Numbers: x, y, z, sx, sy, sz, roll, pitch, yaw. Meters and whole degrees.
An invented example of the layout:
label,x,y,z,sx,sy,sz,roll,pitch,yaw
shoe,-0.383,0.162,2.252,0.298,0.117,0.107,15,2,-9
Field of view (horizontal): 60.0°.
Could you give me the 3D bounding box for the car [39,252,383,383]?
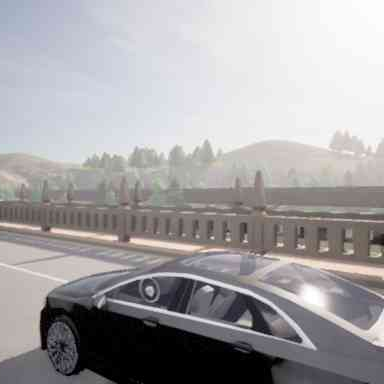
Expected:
label,x,y,z,sx,sy,sz,roll,pitch,yaw
car,0.142,1.488,3.899,4.902,1.511,2.128,0,0,36
